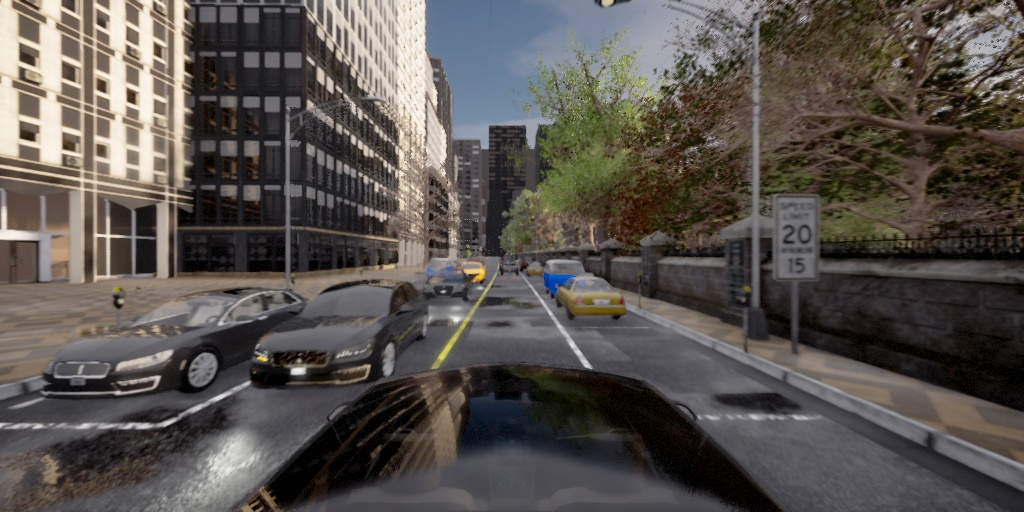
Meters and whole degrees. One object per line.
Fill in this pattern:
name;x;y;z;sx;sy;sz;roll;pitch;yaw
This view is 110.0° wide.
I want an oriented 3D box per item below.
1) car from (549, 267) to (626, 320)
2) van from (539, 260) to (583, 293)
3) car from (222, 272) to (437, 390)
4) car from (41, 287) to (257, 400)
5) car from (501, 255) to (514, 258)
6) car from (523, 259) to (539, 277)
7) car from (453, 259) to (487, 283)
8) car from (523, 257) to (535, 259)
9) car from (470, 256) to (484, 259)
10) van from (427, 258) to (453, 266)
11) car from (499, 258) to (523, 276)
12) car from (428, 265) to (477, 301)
car;2.532;1.270;12.508;1.751;1.417;4.829;0;0;0
van;2.491;1.082;17.882;1.690;1.789;3.998;0;0;-1
car;-2.898;1.253;7.113;1.837;1.490;4.892;0;0;-2
car;-5.322;1.299;6.576;2.007;1.370;4.403;0;0;0
car;-0.577;0.940;48.143;2.150;2.045;5.566;0;0;-1
car;2.269;1.255;34.684;1.751;1.417;4.829;0;0;-1
car;-3.016;1.214;27.521;1.882;1.535;5.008;0;0;0
car;2.047;1.034;45.609;2.192;1.841;5.009;0;0;-1
car;-6.435;1.017;62.037;2.192;1.841;5.009;0;0;-2
van;-5.662;1.076;28.759;1.690;1.789;3.998;0;0;-1
car;-0.256;1.219;37.380;2.128;1.511;4.902;0;0;-1
car;-2.929;1.307;17.094;1.994;1.385;4.181;0;0;-1
